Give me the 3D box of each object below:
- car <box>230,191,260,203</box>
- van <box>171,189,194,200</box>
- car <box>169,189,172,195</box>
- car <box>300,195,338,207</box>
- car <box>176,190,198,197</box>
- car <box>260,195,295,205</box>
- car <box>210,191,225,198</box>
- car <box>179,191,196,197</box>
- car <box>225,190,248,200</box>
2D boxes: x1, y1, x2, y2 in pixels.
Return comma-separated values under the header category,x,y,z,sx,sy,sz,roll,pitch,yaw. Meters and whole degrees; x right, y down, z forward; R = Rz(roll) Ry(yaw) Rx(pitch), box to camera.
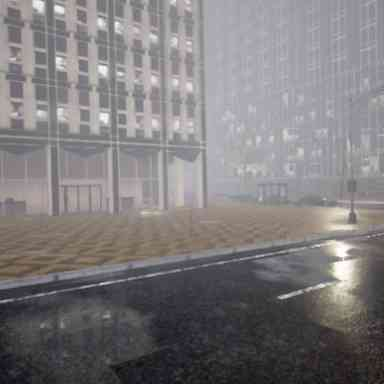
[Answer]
category,x,y,z,sx,sy,sz,roll,pitch,yaw
car,7.972,0.907,47.059,1.947,1.339,4.313,-1,1,-34
van,-1.581,0.520,61.178,1.690,1.788,3.998,-1,1,-34
car,-4.252,0.091,79.984,2.192,1.841,5.009,-1,1,-34
car,14.307,1.016,37.619,1.947,1.339,4.313,-1,1,-34
car,-1.027,0.324,65.120,1.895,1.301,4.718,-2,2,-34
car,11.122,0.978,42.329,1.802,1.307,4.206,-1,1,-34
car,5.347,0.524,65.894,1.802,1.307,4.206,-1,1,-34
car,-1.050,0.413,75.291,1.802,1.307,4.206,-1,1,-34
car,7.803,0.828,52.016,1.895,1.301,4.718,-2,2,-34
